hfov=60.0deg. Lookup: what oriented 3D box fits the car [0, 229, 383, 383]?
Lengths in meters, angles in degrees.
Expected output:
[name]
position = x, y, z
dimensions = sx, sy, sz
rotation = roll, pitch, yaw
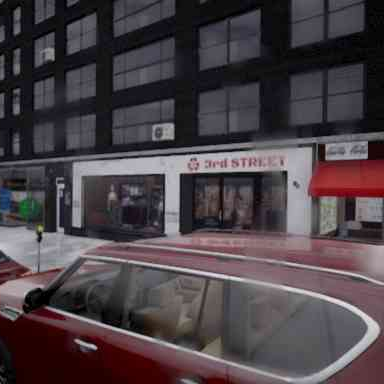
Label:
[car]
position = -0.153, 1.312, 3.184
dimensions = 5.009, 1.841, 2.192
rotation = 0, 1, 36
